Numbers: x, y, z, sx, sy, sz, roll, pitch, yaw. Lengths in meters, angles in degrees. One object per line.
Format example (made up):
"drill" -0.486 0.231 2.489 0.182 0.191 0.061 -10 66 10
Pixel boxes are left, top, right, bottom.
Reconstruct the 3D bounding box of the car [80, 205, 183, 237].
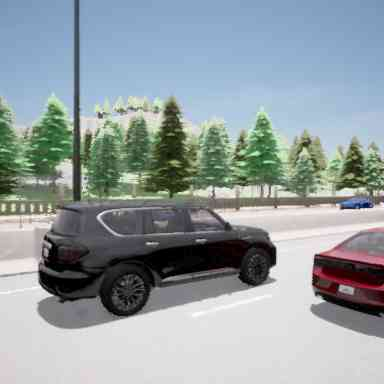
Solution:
"car" -3.292 1.514 18.800 5.357 1.411 2.033 0 0 -35

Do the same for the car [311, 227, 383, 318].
"car" 4.588 1.471 6.963 5.008 1.535 1.882 0 0 -35

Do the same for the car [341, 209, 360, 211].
"car" 19.332 1.437 39.015 5.008 1.535 1.882 0 0 -35

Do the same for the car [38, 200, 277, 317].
"car" -0.493 1.208 7.663 5.566 2.045 2.150 0 0 -35
